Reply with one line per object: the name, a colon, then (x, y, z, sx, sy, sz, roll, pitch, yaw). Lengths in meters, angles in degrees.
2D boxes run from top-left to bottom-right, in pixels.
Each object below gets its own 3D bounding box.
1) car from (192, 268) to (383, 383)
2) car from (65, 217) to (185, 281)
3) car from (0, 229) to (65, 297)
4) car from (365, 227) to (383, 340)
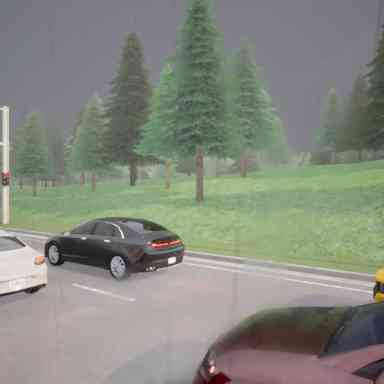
car: (2.045, 1.564, 2.532, 4.181, 1.385, 1.994, 0, 0, 35)
car: (-2.474, 1.505, 9.944, 4.892, 1.490, 1.837, 0, 0, 36)
car: (-5.107, 1.525, 7.534, 4.674, 1.442, 1.812, 0, 0, 36)
car: (5.297, 1.478, 4.510, 5.008, 1.535, 1.882, 0, 0, 36)
